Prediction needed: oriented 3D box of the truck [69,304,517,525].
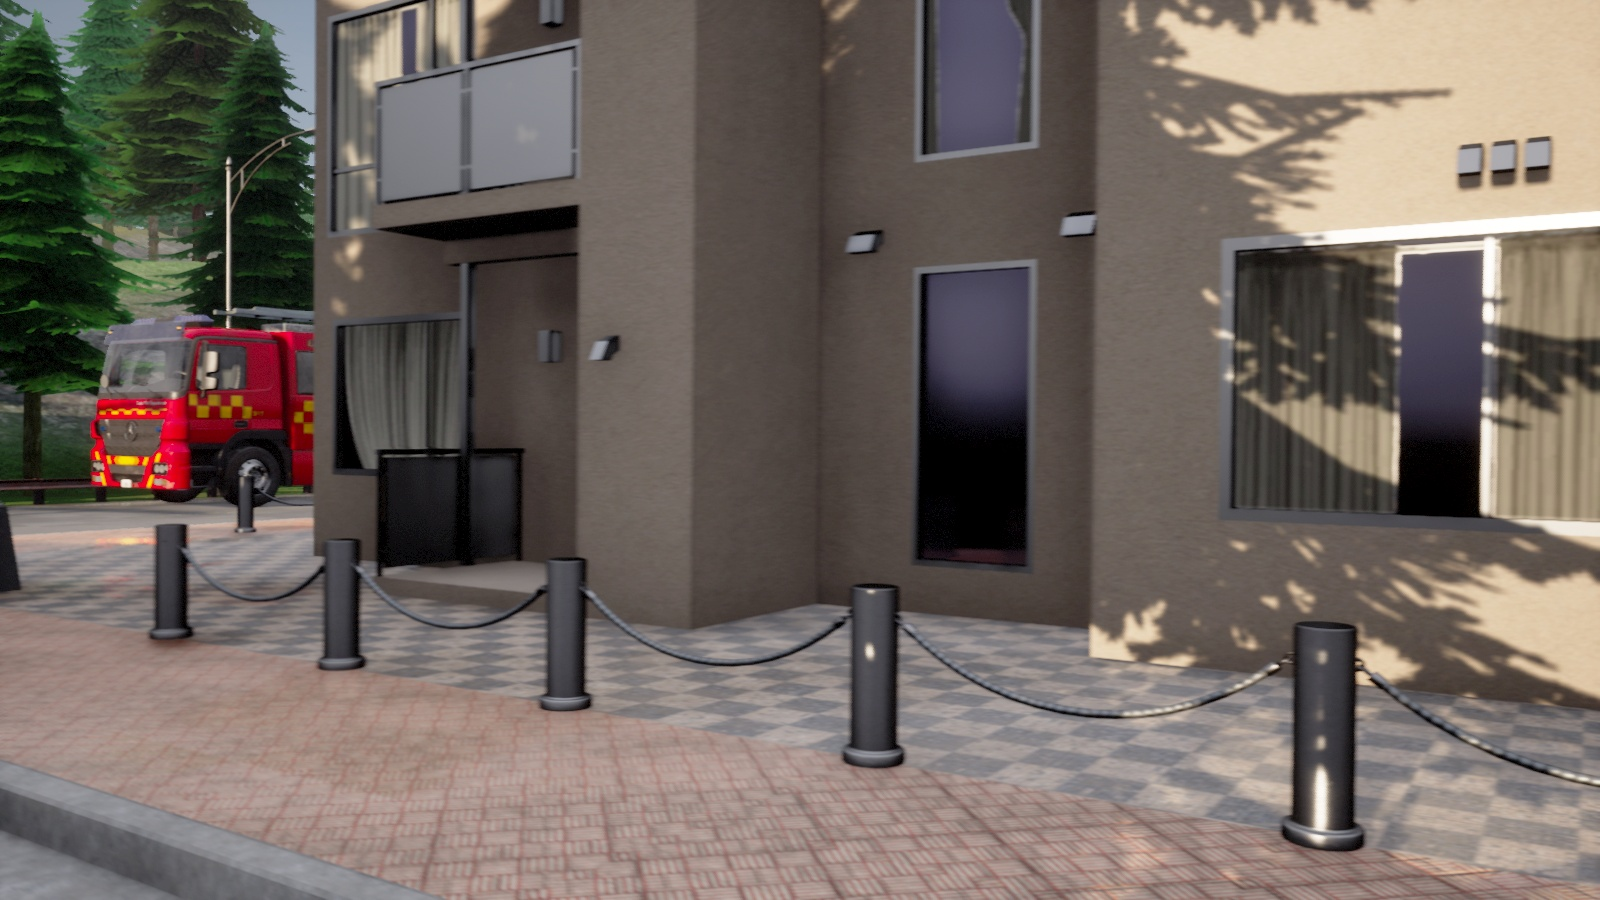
[{"bbox_3d":[-10.052,-0.684,26.130,2.891,3.827,8.468,0,1,33],"label":"truck"}]
